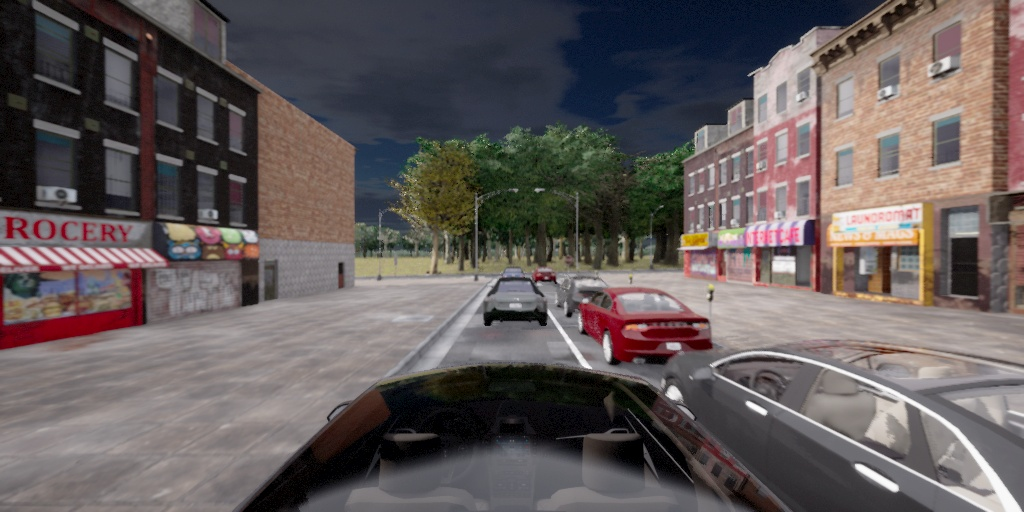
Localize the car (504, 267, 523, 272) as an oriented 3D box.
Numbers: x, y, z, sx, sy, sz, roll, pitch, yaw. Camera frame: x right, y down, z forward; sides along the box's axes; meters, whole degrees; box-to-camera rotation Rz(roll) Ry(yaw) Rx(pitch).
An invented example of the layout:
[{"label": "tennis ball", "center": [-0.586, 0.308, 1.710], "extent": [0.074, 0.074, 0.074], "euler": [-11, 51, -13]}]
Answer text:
[{"label": "car", "center": [0.112, 1.554, 28.737], "extent": [2.033, 1.411, 5.357], "euler": [0, -1, 0]}]

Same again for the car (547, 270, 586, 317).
[{"label": "car", "center": [2.638, 1.408, 13.469], "extent": [2.007, 1.370, 4.403], "euler": [0, 0, 0]}]

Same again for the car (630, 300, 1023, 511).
[{"label": "car", "center": [2.637, 1.309, 2.657], "extent": [2.007, 1.370, 4.403], "euler": [0, 0, 0]}]

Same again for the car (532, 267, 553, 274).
[{"label": "car", "center": [2.640, 1.561, 29.688], "extent": [1.888, 1.381, 4.507], "euler": [0, 0, 0]}]

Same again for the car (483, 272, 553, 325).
[{"label": "car", "center": [0.102, 1.412, 12.302], "extent": [1.994, 1.385, 4.181], "euler": [0, 0, 0]}]

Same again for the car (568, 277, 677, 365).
[{"label": "car", "center": [2.637, 1.352, 8.063], "extent": [1.888, 1.381, 4.507], "euler": [0, 0, 0]}]
